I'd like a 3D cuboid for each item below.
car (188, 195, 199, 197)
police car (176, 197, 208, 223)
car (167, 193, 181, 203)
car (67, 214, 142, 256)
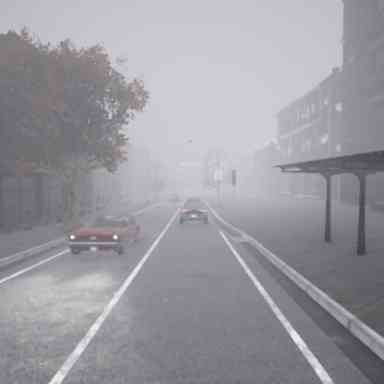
[{"bbox_3d":[0.206,1.176,42.668,2.163,1.488,4.792,0,1,0],"label":"car"},{"bbox_3d":[0.128,1.406,24.529,2.038,1.542,4.974,0,1,0],"label":"police car"},{"bbox_3d":[-2.876,1.010,54.729,1.837,1.490,4.892,0,1,1],"label":"car"},{"bbox_3d":[-3.251,1.578,13.219,1.895,1.301,4.718,0,0,0],"label":"car"}]
